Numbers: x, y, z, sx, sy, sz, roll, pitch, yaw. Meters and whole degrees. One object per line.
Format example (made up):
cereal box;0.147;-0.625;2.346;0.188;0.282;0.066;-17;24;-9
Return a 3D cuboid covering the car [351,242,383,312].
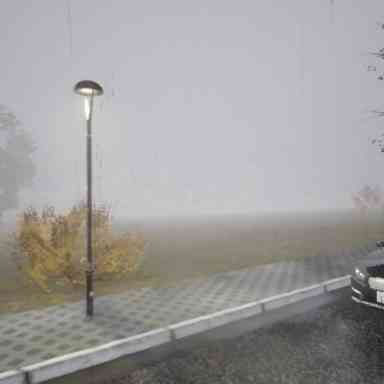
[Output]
car;5.139;1.436;6.736;4.902;1.511;2.128;0;0;-35
